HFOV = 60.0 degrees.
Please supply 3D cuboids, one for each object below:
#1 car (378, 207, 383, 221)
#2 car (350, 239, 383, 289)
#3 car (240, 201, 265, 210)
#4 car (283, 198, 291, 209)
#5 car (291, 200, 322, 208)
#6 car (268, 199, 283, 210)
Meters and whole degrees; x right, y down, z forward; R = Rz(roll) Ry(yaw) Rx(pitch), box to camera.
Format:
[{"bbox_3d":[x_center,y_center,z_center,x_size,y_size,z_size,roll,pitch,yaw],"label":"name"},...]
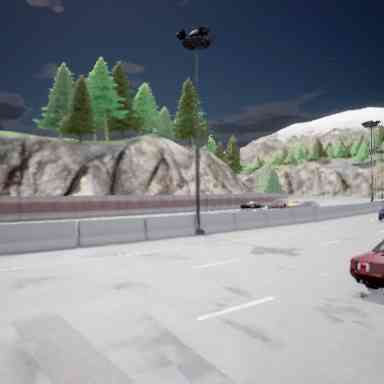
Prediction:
[{"bbox_3d":[16.952,1.678,27.721,1.812,1.442,4.674,-1,0,43],"label":"car"},{"bbox_3d":[5.865,1.640,8.113,4.718,1.301,1.895,0,-1,-38],"label":"car"},{"bbox_3d":[9.303,2.111,51.201,1.895,1.301,4.718,-1,-1,39],"label":"car"},{"bbox_3d":[15.221,1.881,47.444,1.882,1.535,5.008,-1,-1,39],"label":"car"},{"bbox_3d":[14.507,1.841,41.092,1.837,1.490,4.892,-1,-1,41],"label":"car"},{"bbox_3d":[13.393,1.813,50.723,2.097,1.767,4.553,-1,-1,38],"label":"car"}]
